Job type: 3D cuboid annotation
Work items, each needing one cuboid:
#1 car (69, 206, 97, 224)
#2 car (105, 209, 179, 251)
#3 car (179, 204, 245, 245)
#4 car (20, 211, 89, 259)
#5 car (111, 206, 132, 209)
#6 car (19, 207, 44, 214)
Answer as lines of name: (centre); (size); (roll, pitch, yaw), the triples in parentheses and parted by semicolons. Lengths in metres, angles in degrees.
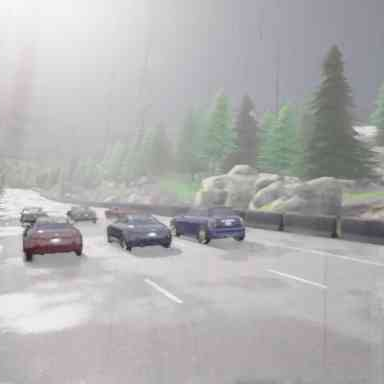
car: (-9.129, 1.827, 27.275); (2.033, 1.411, 5.357); (0, -1, -28)
car: (-2.495, 1.663, 14.826); (1.994, 1.385, 4.181); (0, -1, -28)
car: (0.603, 1.438, 16.453); (2.097, 1.767, 4.553); (0, -1, -28)
car: (-5.641, 1.676, 13.285); (1.994, 1.385, 4.181); (0, -1, -27)
car: (-6.378, 1.878, 29.572); (1.895, 1.301, 4.718); (0, -1, -28)
car: (-12.219, 1.838, 25.633); (2.033, 1.411, 5.357); (0, -1, -28)
